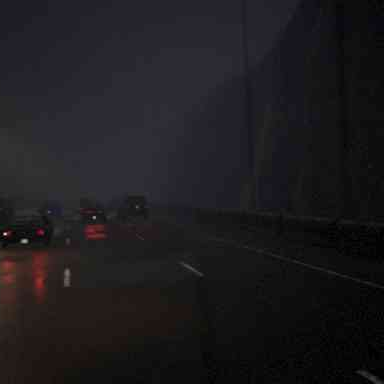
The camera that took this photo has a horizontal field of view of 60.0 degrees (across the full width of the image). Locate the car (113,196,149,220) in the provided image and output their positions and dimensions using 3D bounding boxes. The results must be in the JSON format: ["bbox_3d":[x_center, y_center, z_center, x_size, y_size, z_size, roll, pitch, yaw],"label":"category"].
[{"bbox_3d":[-5.385,1.343,29.772,2.150,2.045,5.566,0,0,-20],"label":"car"}]

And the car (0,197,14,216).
[{"bbox_3d":[-14.576,1.415,24.354,2.150,2.045,5.566,0,0,-20],"label":"car"}]

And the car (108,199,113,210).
[{"bbox_3d":[-9.608,1.571,41.191,1.882,1.535,5.008,0,1,-20],"label":"car"}]

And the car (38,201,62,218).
[{"bbox_3d":[-13.747,1.642,32.209,1.882,1.535,5.008,0,0,-20],"label":"car"}]

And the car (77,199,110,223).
[{"bbox_3d":[-8.143,1.651,27.149,1.837,1.490,4.892,0,0,-20],"label":"car"}]

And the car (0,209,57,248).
[{"bbox_3d":[-7.704,1.745,15.875,1.895,1.301,4.718,0,0,-20],"label":"car"}]

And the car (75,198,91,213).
[{"bbox_3d":[-12.592,1.473,39.171,2.097,1.767,4.553,0,0,-20],"label":"car"}]
